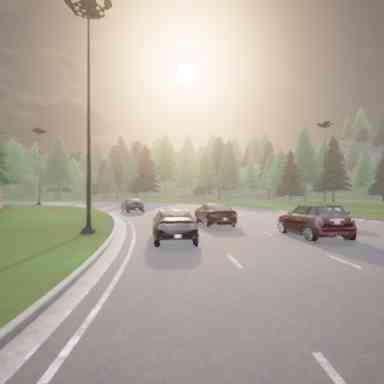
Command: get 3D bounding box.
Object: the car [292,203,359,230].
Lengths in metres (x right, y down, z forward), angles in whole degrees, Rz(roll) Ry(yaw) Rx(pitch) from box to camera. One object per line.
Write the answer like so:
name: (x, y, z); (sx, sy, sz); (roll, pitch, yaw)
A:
car: (8.635, 1.509, 21.986); (1.812, 1.442, 4.674); (0, 0, -11)

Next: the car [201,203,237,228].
car: (1.448, 1.463, 22.245); (1.882, 1.535, 5.008); (0, 0, -12)

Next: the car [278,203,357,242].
car: (5.970, 1.340, 16.475); (2.097, 1.767, 4.553); (0, 0, -8)

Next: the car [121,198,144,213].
car: (-6.569, 1.482, 36.456); (1.837, 1.490, 4.892); (1, -1, -22)

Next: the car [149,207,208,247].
car: (-0.886, 1.481, 15.151); (2.128, 1.511, 4.902); (0, 0, -8)
